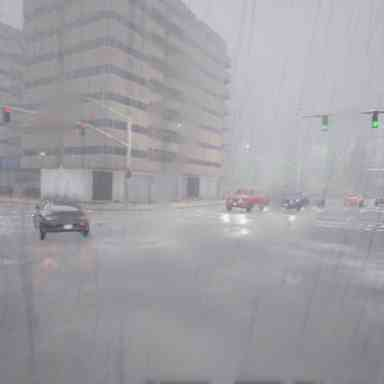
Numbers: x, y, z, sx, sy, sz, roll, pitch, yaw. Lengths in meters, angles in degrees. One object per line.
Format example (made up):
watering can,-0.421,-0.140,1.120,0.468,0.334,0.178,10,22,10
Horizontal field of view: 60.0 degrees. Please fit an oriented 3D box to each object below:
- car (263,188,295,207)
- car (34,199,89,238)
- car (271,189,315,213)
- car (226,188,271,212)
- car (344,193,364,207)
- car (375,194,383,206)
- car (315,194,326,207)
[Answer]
car,10.463,0.617,39.692,2.150,2.045,5.566,2,1,31
car,-5.666,1.037,14.340,1.812,1.442,4.674,2,1,-28
car,9.719,0.774,31.692,2.150,2.045,5.566,2,1,31
car,5.111,0.666,30.813,2.150,2.045,5.566,2,1,31
car,21.562,0.955,44.259,2.097,1.767,4.553,2,1,31
car,27.077,1.051,46.832,2.097,1.767,4.553,2,1,31
car,14.897,0.998,40.276,2.128,1.511,4.902,2,1,31
